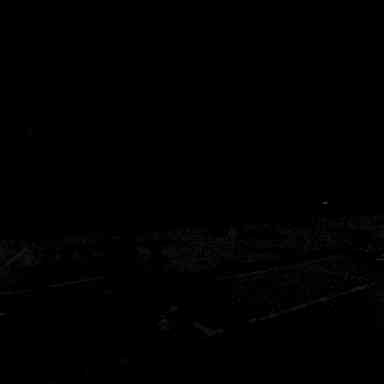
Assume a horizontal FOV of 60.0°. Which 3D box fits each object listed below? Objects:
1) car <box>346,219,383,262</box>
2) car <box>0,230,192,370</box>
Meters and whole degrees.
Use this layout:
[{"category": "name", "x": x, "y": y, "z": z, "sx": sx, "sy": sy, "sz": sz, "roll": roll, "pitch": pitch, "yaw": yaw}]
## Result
[{"category": "car", "x": 7.103, "y": 1.636, "z": 11.598, "sx": 4.403, "sy": 1.369, "sz": 2.008, "roll": 0, "pitch": 0, "yaw": -35}, {"category": "car", "x": -2.078, "y": 1.448, "z": 5.050, "sx": 4.097, "sy": 1.590, "sz": 1.967, "roll": 0, "pitch": 0, "yaw": -35}]
